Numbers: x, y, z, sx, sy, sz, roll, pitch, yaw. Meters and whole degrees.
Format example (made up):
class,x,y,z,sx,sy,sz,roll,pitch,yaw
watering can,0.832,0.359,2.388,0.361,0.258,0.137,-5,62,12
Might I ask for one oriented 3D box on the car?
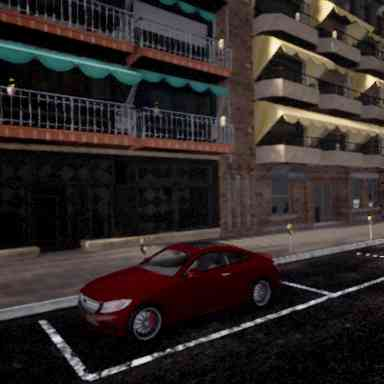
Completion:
class,x,y,z,sx,sy,sz,roll,pitch,yaw
car,-0.033,1.673,6.525,4.206,1.307,1.802,0,-2,-36
